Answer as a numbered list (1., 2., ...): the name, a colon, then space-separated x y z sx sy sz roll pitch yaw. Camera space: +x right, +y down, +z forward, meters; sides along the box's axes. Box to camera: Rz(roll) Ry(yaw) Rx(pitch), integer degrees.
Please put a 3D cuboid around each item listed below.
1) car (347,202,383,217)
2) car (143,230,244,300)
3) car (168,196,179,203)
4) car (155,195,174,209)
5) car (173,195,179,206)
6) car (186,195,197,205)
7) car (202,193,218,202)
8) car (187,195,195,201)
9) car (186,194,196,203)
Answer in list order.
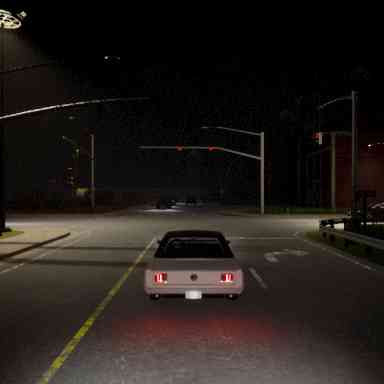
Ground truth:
1. car: 15.125 1.518 26.748 4.902 1.511 2.128 0 0 1
2. car: 0.043 1.601 8.325 1.895 1.301 4.718 0 0 0
3. car: -3.723 1.490 68.310 1.837 1.490 4.892 0 -1 0
4. car: -3.725 1.523 44.525 1.812 1.442 4.674 0 0 0
5. car: -3.744 1.352 54.428 2.097 1.767 4.553 0 0 0
6. car: -0.166 1.504 57.127 1.837 1.490 4.892 0 0 0
7. car: 3.951 1.144 72.909 1.905 1.878 3.866 -8 3 -42
8. car: -0.234 1.441 80.353 2.033 1.411 5.357 0 0 0
9. car: -0.207 1.354 71.124 2.097 1.767 4.553 0 0 0
